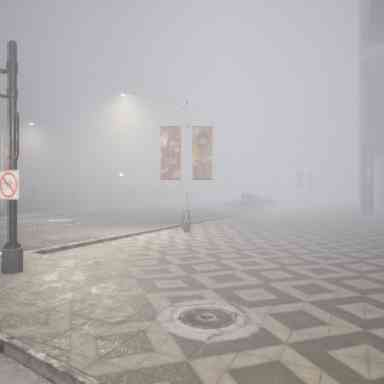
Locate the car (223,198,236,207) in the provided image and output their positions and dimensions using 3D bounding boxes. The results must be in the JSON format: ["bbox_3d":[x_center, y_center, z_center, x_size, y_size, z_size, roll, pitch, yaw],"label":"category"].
[{"bbox_3d":[6.221,1.570,49.020,1.895,1.301,4.718,0,0,27],"label":"car"}]

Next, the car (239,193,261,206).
[{"bbox_3d":[9.888,1.182,56.582,2.150,2.045,5.566,0,0,26],"label":"car"}]

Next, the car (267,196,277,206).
[{"bbox_3d":[12.794,1.448,55.126,2.128,1.511,4.902,0,0,26],"label":"car"}]

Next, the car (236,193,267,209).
[{"bbox_3d":[8.270,1.188,45.801,2.150,2.045,5.566,0,0,27],"label":"car"}]
